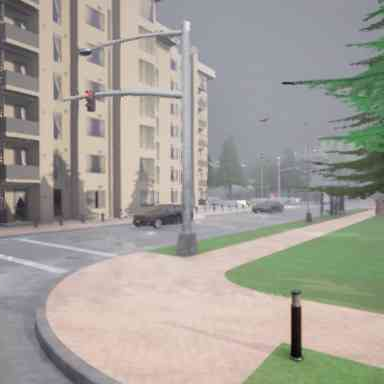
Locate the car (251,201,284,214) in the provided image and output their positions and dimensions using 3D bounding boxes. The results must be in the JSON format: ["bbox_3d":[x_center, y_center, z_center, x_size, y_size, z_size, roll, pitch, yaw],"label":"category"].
[{"bbox_3d":[8.472,1.656,36.773,2.033,1.411,5.357,0,0,37],"label":"car"}]

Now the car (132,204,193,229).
[{"bbox_3d":[-1.912,1.588,22.865,1.882,1.535,5.008,0,0,37],"label":"car"}]
